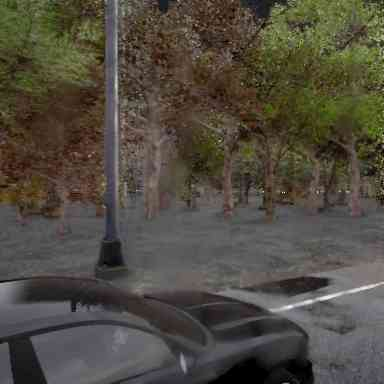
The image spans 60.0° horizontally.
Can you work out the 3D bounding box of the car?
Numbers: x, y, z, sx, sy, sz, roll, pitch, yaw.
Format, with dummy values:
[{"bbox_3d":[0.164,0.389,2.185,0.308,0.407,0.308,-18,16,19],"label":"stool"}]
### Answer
[{"bbox_3d":[-1.113,1.478,2.665,5.008,1.535,1.882,0,0,-34],"label":"car"}]
